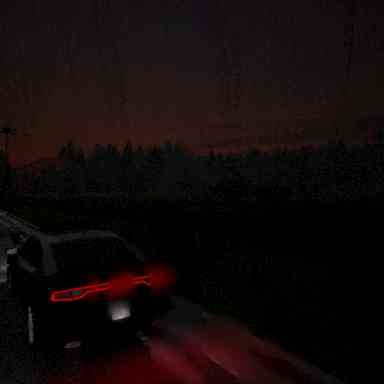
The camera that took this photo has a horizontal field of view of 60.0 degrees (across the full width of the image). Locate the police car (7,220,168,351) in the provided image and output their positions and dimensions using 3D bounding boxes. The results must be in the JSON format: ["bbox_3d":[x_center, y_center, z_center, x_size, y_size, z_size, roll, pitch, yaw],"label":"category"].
[{"bbox_3d":[-2.378,1.398,6.510,1.930,1.638,5.238,-1,1,-34],"label":"police car"}]
